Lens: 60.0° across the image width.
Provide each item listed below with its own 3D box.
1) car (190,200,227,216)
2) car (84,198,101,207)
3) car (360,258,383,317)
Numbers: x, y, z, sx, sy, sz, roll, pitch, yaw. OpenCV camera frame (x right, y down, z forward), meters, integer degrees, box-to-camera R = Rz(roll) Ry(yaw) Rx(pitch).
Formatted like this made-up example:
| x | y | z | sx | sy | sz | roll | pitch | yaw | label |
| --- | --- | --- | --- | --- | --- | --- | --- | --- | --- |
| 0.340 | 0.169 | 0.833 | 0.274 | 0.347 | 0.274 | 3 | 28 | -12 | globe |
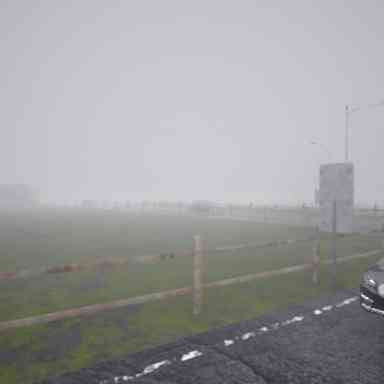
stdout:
| x | y | z | sx | sy | sz | roll | pitch | yaw | label |
| --- | --- | --- | --- | --- | --- | --- | --- | --- | --- |
| 1.817 | 1.708 | 37.541 | 2.097 | 1.767 | 4.553 | 1 | -1 | -40 | car |
| -18.658 | 1.961 | 62.353 | 2.128 | 1.511 | 4.902 | 1 | -1 | -40 | car |
| 5.270 | 1.568 | 6.608 | 4.902 | 1.511 | 2.128 | 1 | 0 | -35 | car |
